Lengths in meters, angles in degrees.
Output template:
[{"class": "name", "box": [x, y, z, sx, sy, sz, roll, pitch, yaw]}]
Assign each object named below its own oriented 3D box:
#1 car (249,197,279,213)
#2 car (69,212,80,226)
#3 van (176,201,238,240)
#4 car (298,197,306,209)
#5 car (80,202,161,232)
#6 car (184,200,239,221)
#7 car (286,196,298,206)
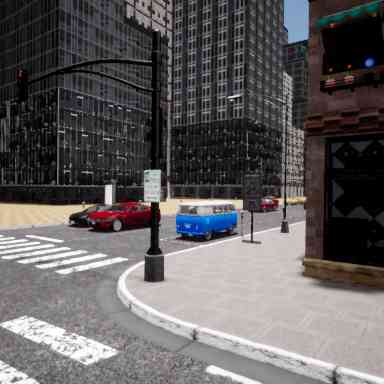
[{"class": "car", "box": [7.789, 1.505, 36.649, 1.895, 1.301, 4.718, 1, 1, 36]}, {"class": "car", "box": [-5.947, 1.467, 21.879, 1.947, 1.339, 4.313, 1, 1, 36]}, {"class": "van", "box": [0.877, 1.368, 17.008, 1.690, 1.788, 3.998, 1, 1, 36]}, {"class": "car", "box": [15.666, 1.429, 42.289, 2.128, 1.511, 4.902, 1, 1, 36]}, {"class": "car", "box": [-3.960, 1.418, 20.197, 1.882, 1.535, 5.008, 1, 1, 34]}, {"class": "car", "box": [1.792, 1.469, 28.256, 2.033, 1.411, 5.357, 1, 1, 36]}, {"class": "car", "box": [16.456, 1.364, 53.261, 1.752, 1.417, 4.829, 1, 1, 36]}]
